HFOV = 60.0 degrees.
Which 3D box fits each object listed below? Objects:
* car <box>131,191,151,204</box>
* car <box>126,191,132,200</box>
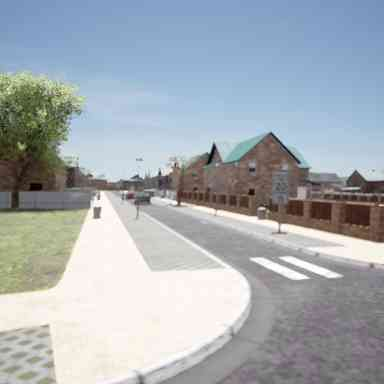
[{"bbox_3d":[-6.419,0.778,43.055,1.837,1.490,4.892,1,1,-15],"label":"car"},{"bbox_3d":[-9.913,0.502,55.677,1.882,1.535,5.008,1,1,-15],"label":"car"}]
